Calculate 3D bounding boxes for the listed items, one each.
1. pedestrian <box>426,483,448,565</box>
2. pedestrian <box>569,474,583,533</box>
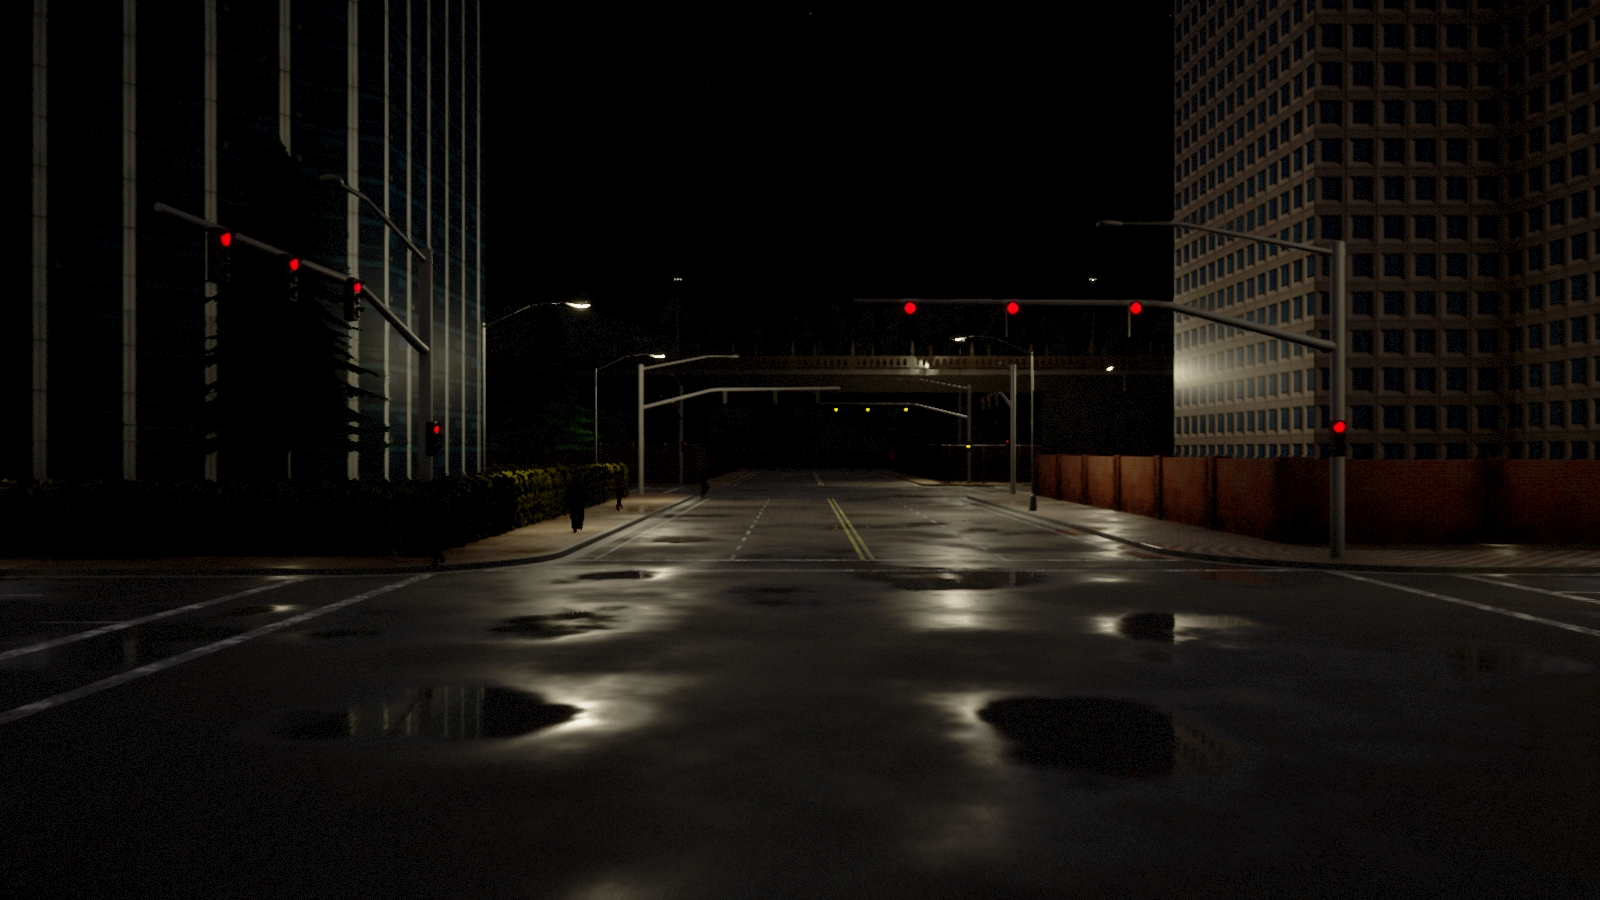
[{"bbox_3d":[-8.343,1.703,26.274,0.375,1.860,0.375,0,0,3],"label":"pedestrian"},{"bbox_3d":[-7.154,1.698,36.525,0.375,1.860,0.375,0,0,-2],"label":"pedestrian"}]
